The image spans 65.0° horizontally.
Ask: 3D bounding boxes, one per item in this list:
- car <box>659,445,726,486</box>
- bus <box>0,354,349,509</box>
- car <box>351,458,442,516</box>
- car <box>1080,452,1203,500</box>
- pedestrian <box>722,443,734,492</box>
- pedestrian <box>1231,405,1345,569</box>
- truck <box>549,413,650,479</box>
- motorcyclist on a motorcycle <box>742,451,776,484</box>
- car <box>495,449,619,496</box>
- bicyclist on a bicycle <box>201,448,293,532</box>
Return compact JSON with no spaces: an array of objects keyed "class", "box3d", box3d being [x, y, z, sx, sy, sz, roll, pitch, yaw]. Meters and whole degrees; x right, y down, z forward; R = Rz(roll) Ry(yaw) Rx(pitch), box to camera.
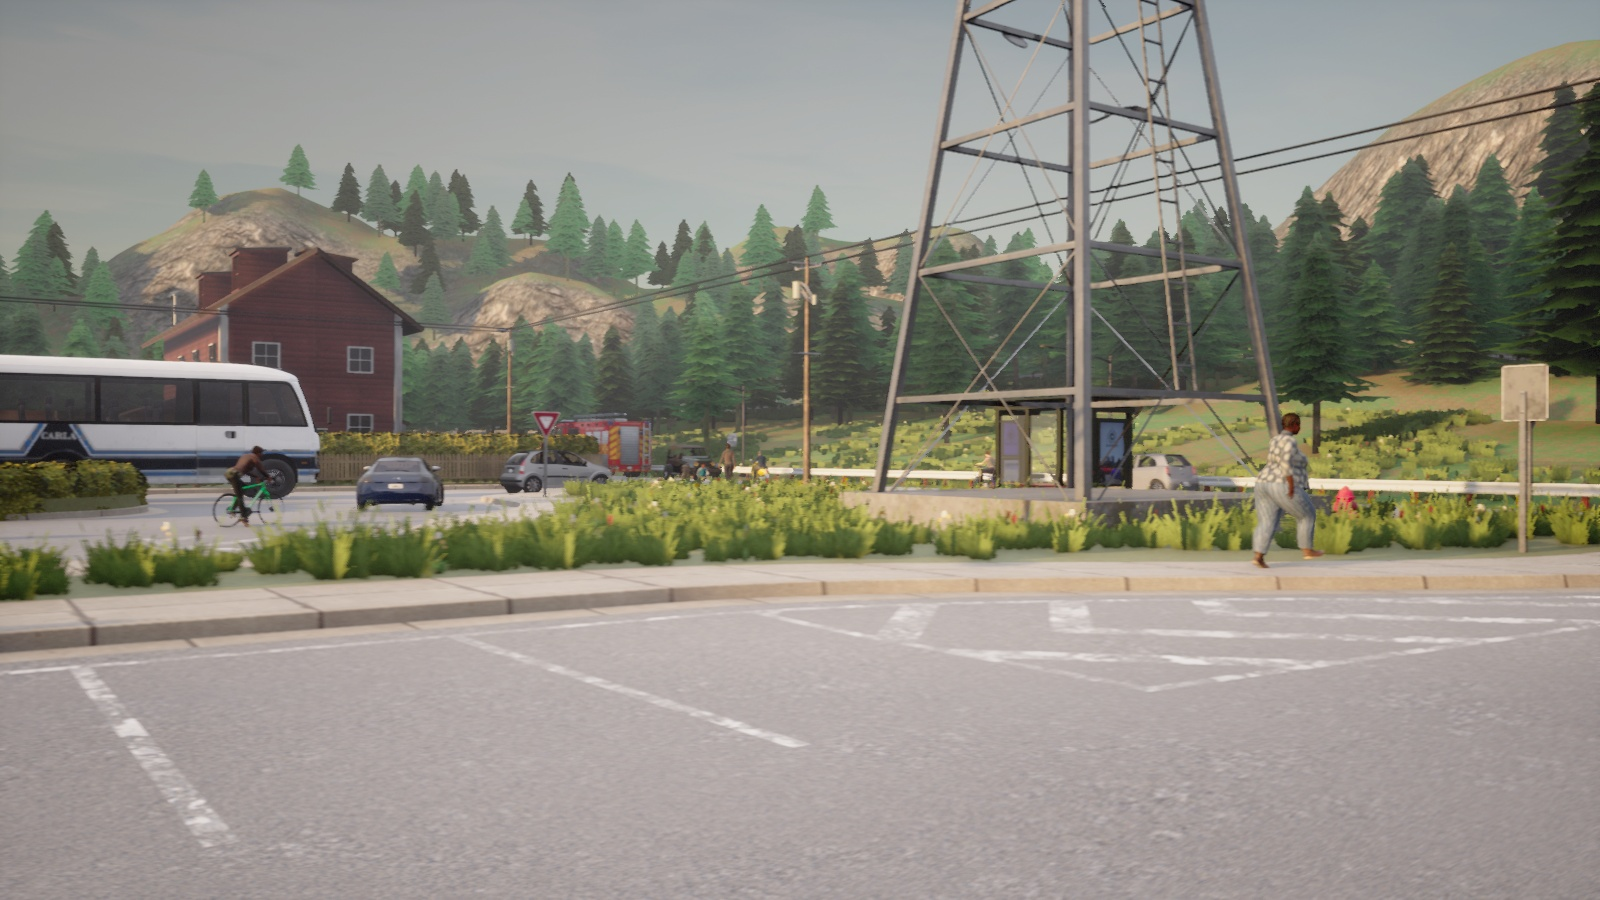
[{"class":"car","box3d":[-5.163,0.698,59.697,1.905,1.878,3.866,0,0,-26]},{"class":"bus","box3d":[-19.526,-0.497,38.220,10.273,4.253,3.944,0,0,-34]},{"class":"car","box3d":[-10.491,0.912,32.936,1.994,1.385,4.181,0,0,-14]},{"class":"car","box3d":[11.327,0.837,41.844,1.845,1.501,3.633,0,0,-34]},{"class":"pedestrian","box3d":[-2.701,0.652,47.225,0.328,1.805,0.869,0,0,-11]},{"class":"pedestrian","box3d":[5.720,0.424,14.746,0.900,1.855,0.874,0,0,-14]},{"class":"truck","box3d":[-12.445,-0.204,77.318,2.891,3.827,8.468,0,0,-34]},{"class":"motorcyclist on a motorcycle","box3d":[-2.013,0.853,61.478,0.866,1.590,1.817,-1,0,-29]},{"class":"car","box3d":[-8.774,0.773,45.506,3.988,1.617,1.851,0,0,-38]},{"class":"bicyclist on a bicycle","box3d":[-11.029,0.782,25.099,0.582,1.620,1.656,0,0,31]}]
